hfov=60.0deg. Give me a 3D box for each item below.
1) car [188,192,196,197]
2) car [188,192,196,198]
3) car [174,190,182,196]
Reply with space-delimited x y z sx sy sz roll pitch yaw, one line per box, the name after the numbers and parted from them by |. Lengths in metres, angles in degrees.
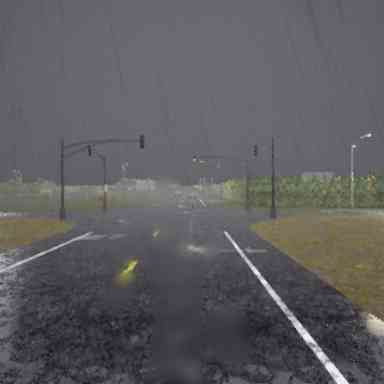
-0.018 0.644 90.485 1.994 1.385 4.181 0 1 0 | car
-0.016 0.822 80.437 1.994 1.385 4.181 0 1 0 | car
-3.516 0.339 84.657 1.837 1.490 4.892 0 1 0 | car
